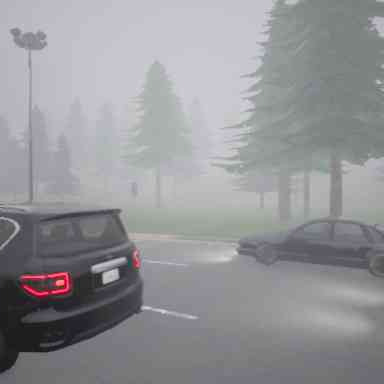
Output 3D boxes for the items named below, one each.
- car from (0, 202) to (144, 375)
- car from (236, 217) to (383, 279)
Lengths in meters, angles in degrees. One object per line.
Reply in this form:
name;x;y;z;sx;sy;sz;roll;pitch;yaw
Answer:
car;-3.441;1.200;5.560;5.566;2.045;2.150;0;0;27
car;4.041;1.462;9.693;5.357;1.411;2.033;0;0;30
